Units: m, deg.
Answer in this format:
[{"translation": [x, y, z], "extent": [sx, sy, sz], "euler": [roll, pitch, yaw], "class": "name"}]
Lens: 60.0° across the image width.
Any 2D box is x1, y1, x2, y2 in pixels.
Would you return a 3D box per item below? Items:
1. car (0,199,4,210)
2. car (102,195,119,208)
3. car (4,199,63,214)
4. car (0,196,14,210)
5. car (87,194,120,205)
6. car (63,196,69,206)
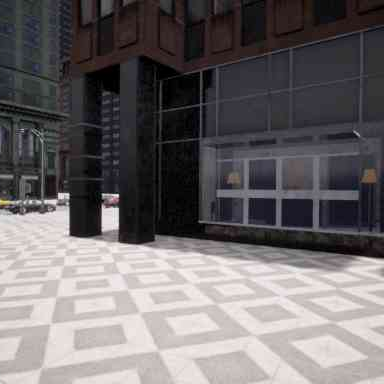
[{"translation": [-18.093, 1.419, 26.825], "extent": [1.947, 1.339, 4.313], "euler": [2, 2, 36], "class": "car"}, {"translation": [-8.698, 1.244, 39.942], "extent": [1.802, 1.307, 4.206], "euler": [2, 2, 36], "class": "car"}, {"translation": [-14.961, 1.342, 31.198], "extent": [2.008, 1.369, 4.403], "euler": [2, 2, 36], "class": "car"}, {"translation": [-22.092, 1.233, 35.880], "extent": [1.752, 1.417, 4.829], "euler": [2, 2, 36], "class": "car"}, {"translation": [-12.906, 1.082, 48.707], "extent": [1.947, 1.339, 4.313], "euler": [2, 2, 36], "class": "car"}, {"translation": [-15.935, 1.132, 44.478], "extent": [2.008, 1.369, 4.403], "euler": [2, 2, 36], "class": "car"}]
